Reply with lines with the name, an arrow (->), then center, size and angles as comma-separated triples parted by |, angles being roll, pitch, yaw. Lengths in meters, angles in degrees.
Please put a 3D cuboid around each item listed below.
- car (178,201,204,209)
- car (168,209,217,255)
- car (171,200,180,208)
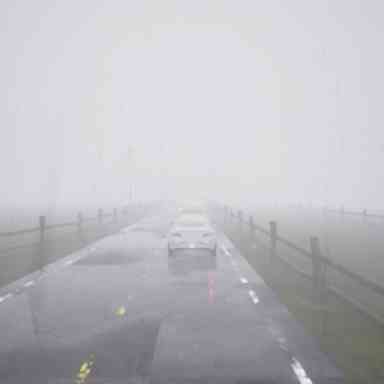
car -> 0.028, 1.783, 29.259 | 1.882, 1.535, 5.008 | 0, 0, 1
car -> 0.022, 1.671, 13.911 | 1.812, 1.442, 4.674 | 0, 0, 1
car -> -2.771, 2.213, 61.592 | 1.994, 1.385, 4.181 | 0, -1, 0
